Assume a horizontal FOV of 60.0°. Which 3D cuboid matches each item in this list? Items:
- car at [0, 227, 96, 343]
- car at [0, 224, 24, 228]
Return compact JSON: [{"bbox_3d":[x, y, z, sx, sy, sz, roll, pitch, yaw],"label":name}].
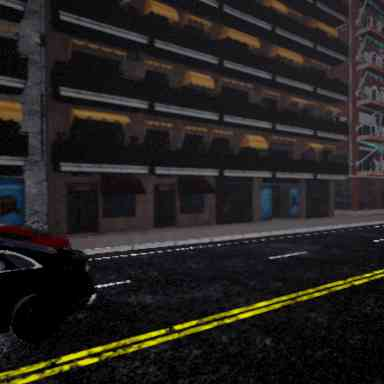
[{"bbox_3d":[-3.928,1.489,4.875,4.902,1.511,2.128,0,0,-36],"label":"car"},{"bbox_3d":[-5.248,1.526,7.911,4.674,1.442,1.812,0,0,-36],"label":"car"}]
